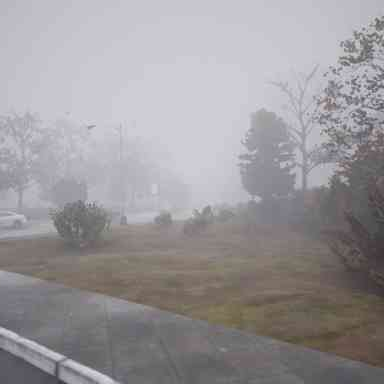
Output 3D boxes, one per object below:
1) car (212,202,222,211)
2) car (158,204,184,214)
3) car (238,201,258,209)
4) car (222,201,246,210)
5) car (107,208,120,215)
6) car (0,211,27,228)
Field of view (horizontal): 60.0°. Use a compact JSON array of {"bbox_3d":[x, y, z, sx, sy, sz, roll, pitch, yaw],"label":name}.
[{"bbox_3d":[5.021,2.318,53.557,1.837,1.490,4.892,-3,-2,32],"label":"car"},{"bbox_3d":[-2.996,2.464,47.681,1.994,1.385,4.181,-3,-2,32],"label":"car"},{"bbox_3d":[10.446,2.409,62.091,1.837,1.490,4.892,-3,-2,33],"label":"car"},{"bbox_3d":[7.121,2.195,50.317,2.033,1.411,5.357,-3,-2,32],"label":"car"},{"bbox_3d":[-10.173,2.433,36.289,1.895,1.301,4.718,-3,-2,33],"label":"car"},{"bbox_3d":[-16.039,2.334,27.234,1.812,1.442,4.674,-3,-2,34],"label":"car"}]
